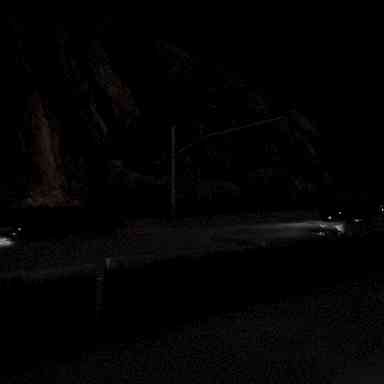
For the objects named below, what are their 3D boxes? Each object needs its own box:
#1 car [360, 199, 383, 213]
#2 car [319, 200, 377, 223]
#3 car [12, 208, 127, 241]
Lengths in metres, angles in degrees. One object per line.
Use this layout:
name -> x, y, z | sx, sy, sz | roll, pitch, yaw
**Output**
car -> 17.390, 1.465, 33.763 | 5.357, 1.411, 2.033 | 0, 0, -36
car -> 11.794, 1.561, 25.405 | 4.718, 1.301, 1.895 | 0, 0, -36
car -> -6.037, 1.546, 16.875 | 5.357, 1.411, 2.033 | 0, 0, -35
